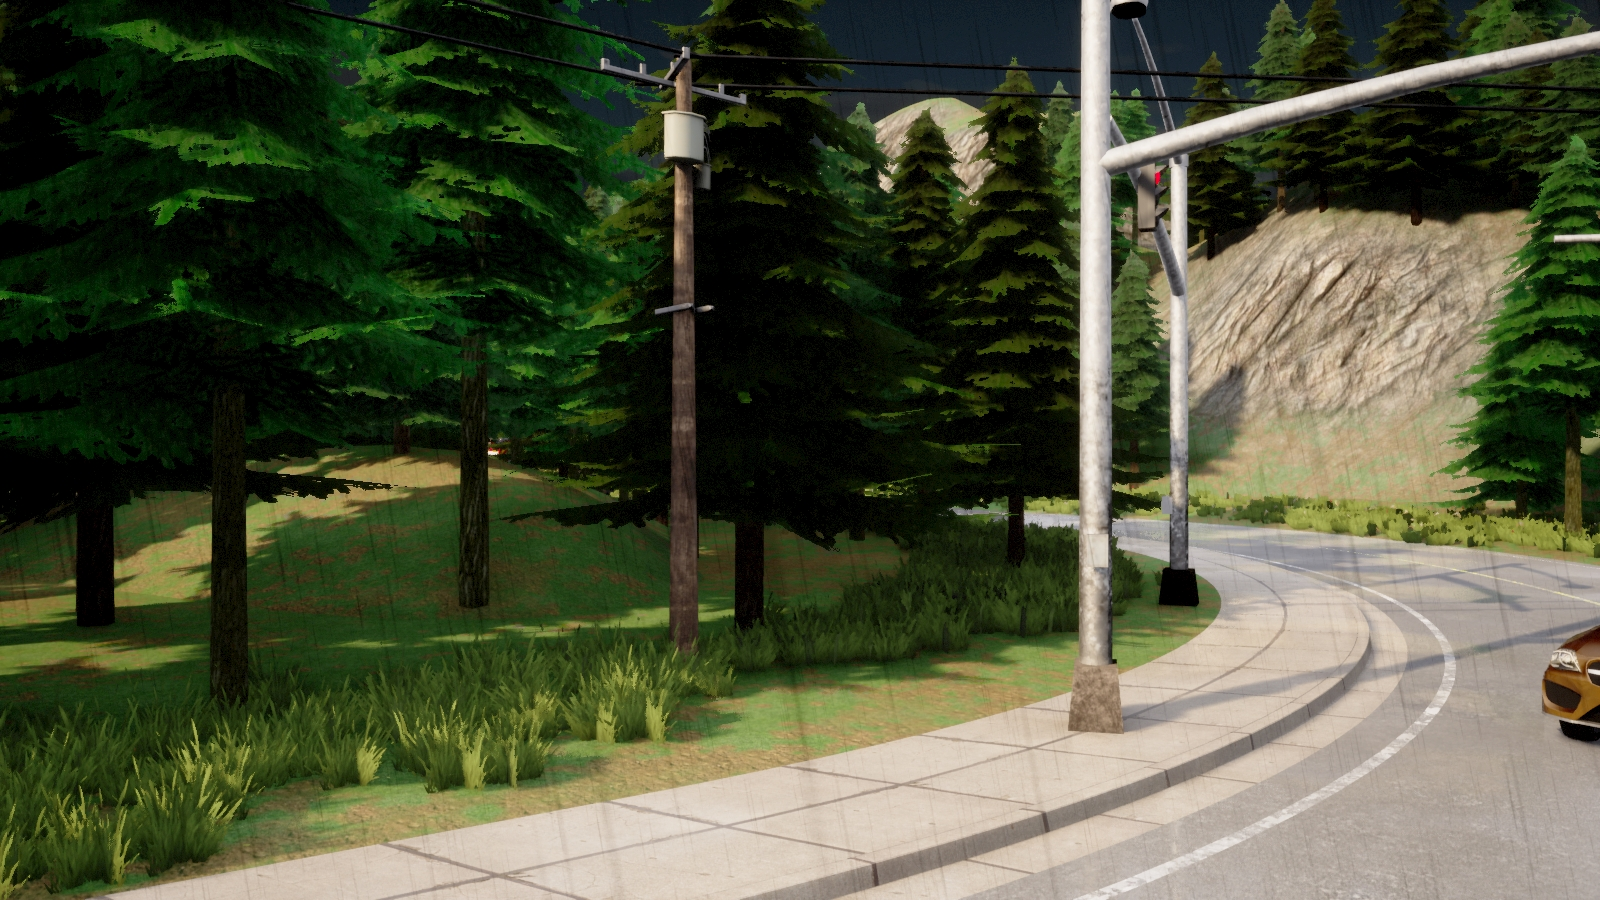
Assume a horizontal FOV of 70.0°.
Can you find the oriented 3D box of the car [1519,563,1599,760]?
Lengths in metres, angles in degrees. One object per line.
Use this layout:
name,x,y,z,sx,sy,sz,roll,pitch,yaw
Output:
car,9.577,1.970,11.147,5.027,1.651,2.152,0,0,-29
